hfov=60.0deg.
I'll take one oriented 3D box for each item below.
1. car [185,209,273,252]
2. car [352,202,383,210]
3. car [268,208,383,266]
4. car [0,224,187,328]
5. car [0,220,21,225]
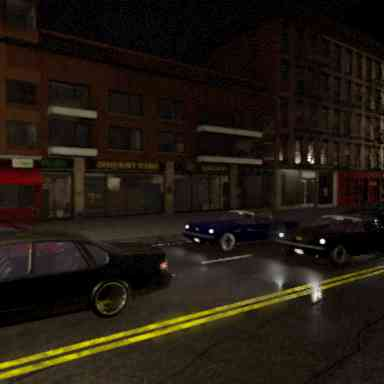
[{"bbox_3d":[1.998,1.369,12.932,4.718,1.301,1.895,0,1,-35],"label":"car"},{"bbox_3d":[9.993,1.270,18.387,5.357,1.411,2.033,0,1,-34],"label":"car"},{"bbox_3d":[4.978,1.427,11.029,4.718,1.301,1.895,0,1,-34],"label":"car"},{"bbox_3d":[-2.945,1.414,5.602,5.357,1.411,2.033,0,1,-33],"label":"car"},{"bbox_3d":[-5.257,1.369,7.971,4.181,1.385,1.994,0,1,-35],"label":"car"}]
